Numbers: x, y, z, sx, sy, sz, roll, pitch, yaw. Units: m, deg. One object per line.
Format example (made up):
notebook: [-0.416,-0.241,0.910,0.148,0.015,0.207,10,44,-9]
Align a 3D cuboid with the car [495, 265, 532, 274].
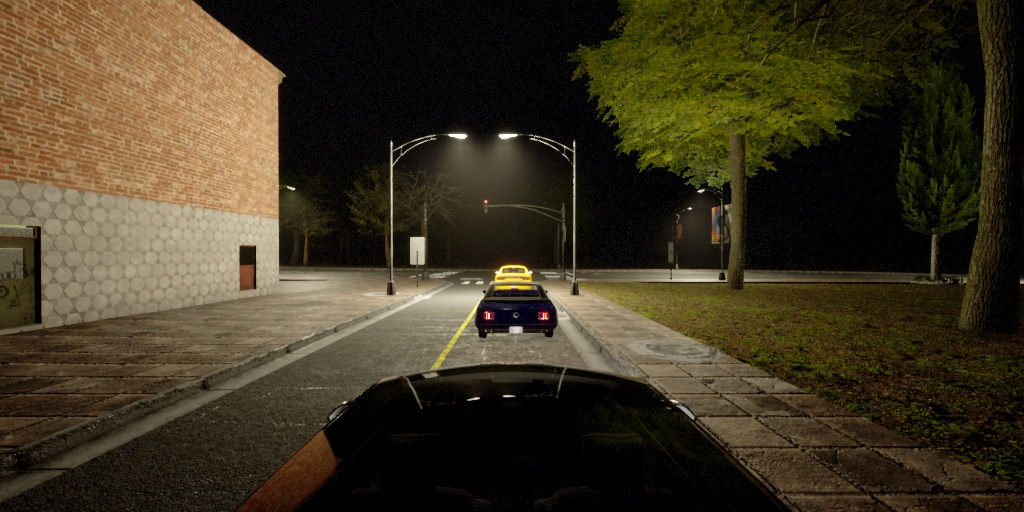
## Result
car: [0.092,1.255,19.519,1.882,1.535,5.008,0,0,1]

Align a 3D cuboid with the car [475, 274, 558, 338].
car: [0.094,1.356,10.174,1.895,1.301,4.718,0,0,0]
